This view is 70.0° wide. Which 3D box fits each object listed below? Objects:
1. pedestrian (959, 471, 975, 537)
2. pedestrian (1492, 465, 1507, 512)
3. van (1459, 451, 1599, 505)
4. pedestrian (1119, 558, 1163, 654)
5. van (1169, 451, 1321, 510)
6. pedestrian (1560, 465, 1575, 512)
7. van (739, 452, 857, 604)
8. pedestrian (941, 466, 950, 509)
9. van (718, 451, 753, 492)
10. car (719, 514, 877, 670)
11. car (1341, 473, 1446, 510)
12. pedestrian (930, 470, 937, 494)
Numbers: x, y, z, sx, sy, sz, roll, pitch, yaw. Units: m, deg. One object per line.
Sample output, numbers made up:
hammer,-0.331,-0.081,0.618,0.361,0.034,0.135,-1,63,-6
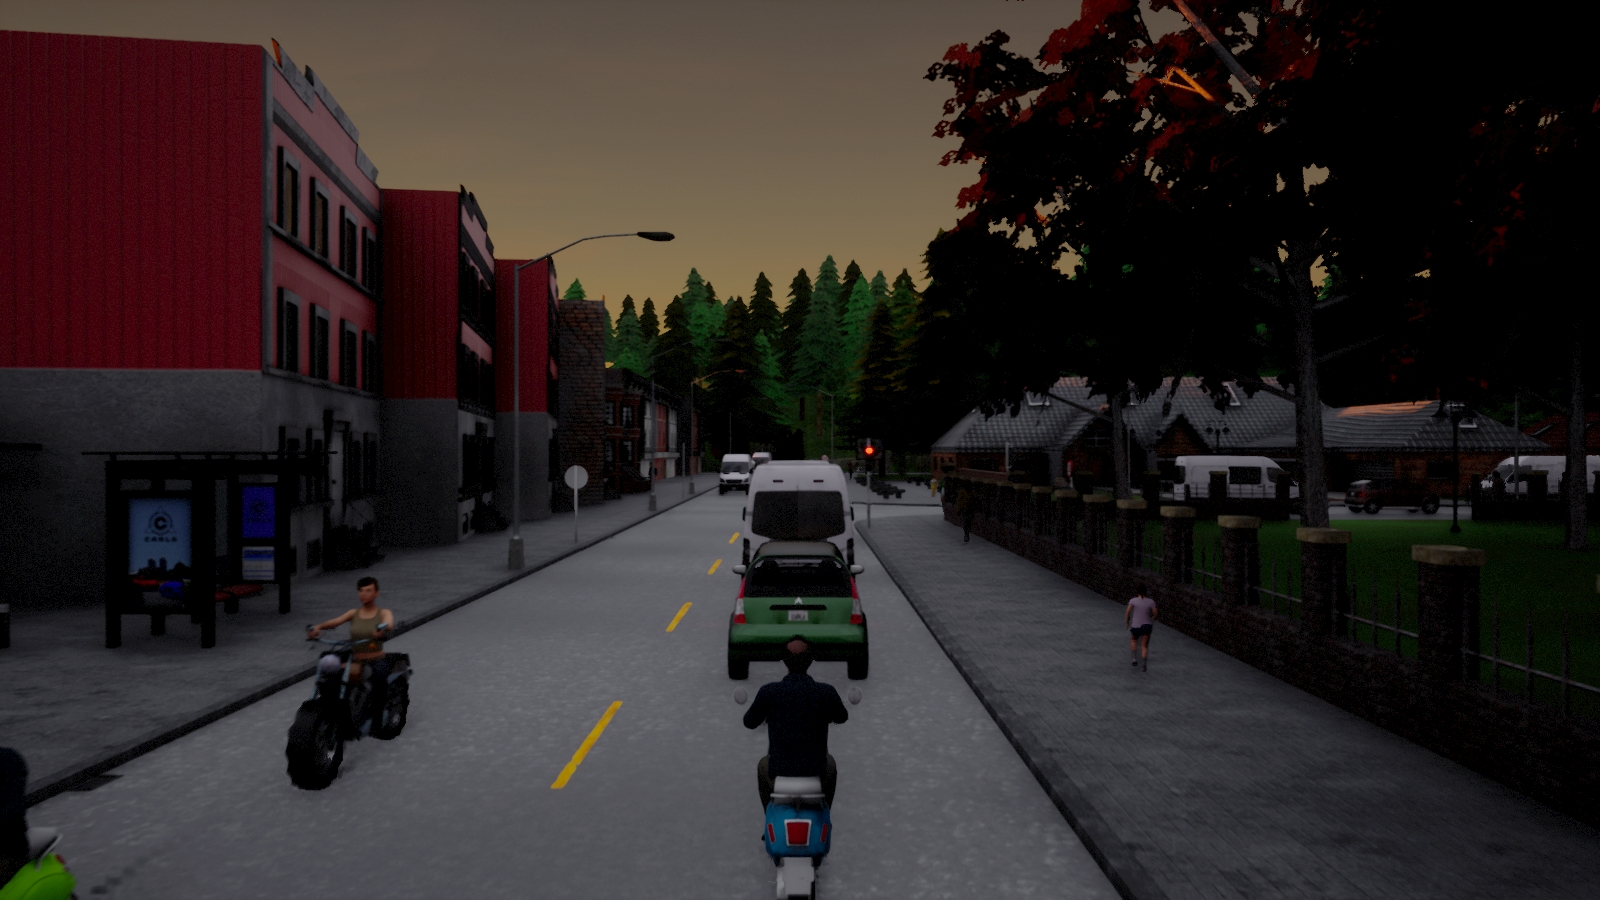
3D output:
pedestrian,4.752,1.526,32.504,0.375,1.860,0.375,0,0,-2
pedestrian,27.935,1.525,45.622,0.375,1.860,0.375,0,0,-10
van,34.987,1.315,54.479,5.915,2.561,1.988,0,0,1
pedestrian,4.194,1.905,14.084,0.500,1.100,0.500,0,0,15
van,19.575,1.315,50.411,5.915,2.561,1.988,0,0,1
pedestrian,30.406,1.525,45.262,0.375,1.860,0.375,0,0,-1
van,-0.047,1.314,22.195,1.988,2.561,5.915,0,0,0
pedestrian,6.358,1.629,49.853,0.375,1.860,0.375,0,0,13
van,-4.123,1.315,73.918,1.988,2.561,5.915,0,0,0
car,-0.026,1.780,15.410,1.851,1.617,3.988,0,0,0
car,26.112,1.806,50.350,3.705,1.549,1.789,0,0,0
pedestrian,7.528,1.804,64.414,0.375,1.300,0.375,0,0,1
